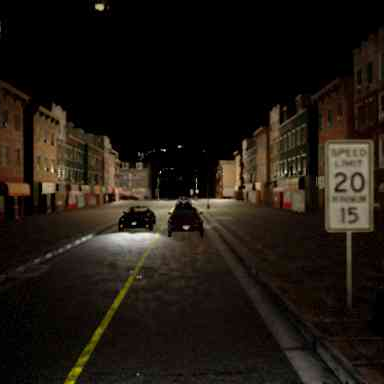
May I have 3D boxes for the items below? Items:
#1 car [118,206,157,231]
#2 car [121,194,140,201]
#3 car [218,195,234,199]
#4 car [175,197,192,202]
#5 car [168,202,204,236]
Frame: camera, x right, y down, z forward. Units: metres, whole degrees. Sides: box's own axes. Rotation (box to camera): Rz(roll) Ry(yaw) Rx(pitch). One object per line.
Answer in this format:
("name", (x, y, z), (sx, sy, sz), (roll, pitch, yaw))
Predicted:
("car", (-3.281, 1.585, 20.566), (1.994, 1.385, 4.181), (0, 0, -2))
("car", (-16.913, 1.555, 91.251), (5.009, 1.841, 2.192), (-1, 0, -2))
("car", (9.487, 1.447, 92.014), (4.507, 1.381, 1.887), (-1, 0, -2))
("car", (-1.028, 1.359, 42.390), (2.097, 1.767, 4.553), (0, 0, -1))
("car", (-0.362, 1.522, 18.274), (1.812, 1.442, 4.674), (0, 0, -2))
